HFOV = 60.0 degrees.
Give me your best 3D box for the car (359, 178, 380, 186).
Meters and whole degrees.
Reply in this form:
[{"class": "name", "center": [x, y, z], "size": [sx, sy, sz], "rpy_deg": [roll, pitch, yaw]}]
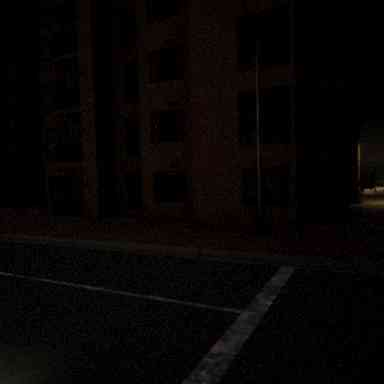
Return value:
[{"class": "car", "center": [25.780, -1.453, 50.599], "size": [5.008, 1.535, 1.882], "rpy_deg": [0, 2, 34]}]
